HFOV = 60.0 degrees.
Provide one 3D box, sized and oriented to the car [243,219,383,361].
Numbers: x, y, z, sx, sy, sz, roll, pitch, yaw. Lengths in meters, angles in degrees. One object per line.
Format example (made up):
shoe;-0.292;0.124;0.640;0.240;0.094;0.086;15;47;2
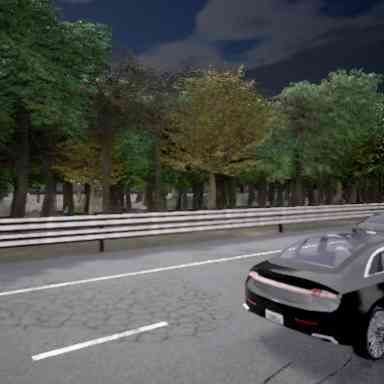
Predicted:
car;3.099;1.494;5.957;4.902;1.511;2.128;0;0;-35

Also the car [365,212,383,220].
car;8.649;1.567;14.214;4.181;1.385;1.994;0;0;-36
